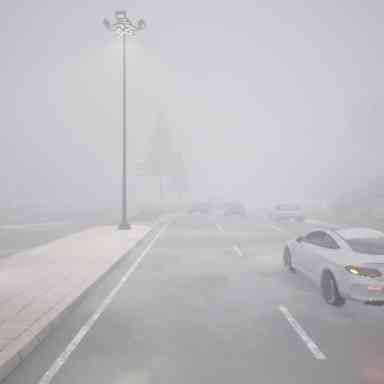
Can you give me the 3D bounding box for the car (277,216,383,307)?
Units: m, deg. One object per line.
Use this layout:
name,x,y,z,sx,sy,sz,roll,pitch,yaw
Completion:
car,3.599,1.525,7.862,1.812,1.442,4.674,0,0,0

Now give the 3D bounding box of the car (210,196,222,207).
car,3.314,1.352,44.449,2.097,1.767,4.553,0,0,16

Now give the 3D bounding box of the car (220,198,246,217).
car,3.892,1.547,30.755,2.033,1.411,5.357,0,0,4

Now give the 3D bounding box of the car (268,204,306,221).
car,7.194,1.600,25.794,1.895,1.301,4.718,0,0,2

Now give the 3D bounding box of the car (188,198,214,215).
car,0.886,1.601,34.444,1.895,1.301,4.718,0,0,9
